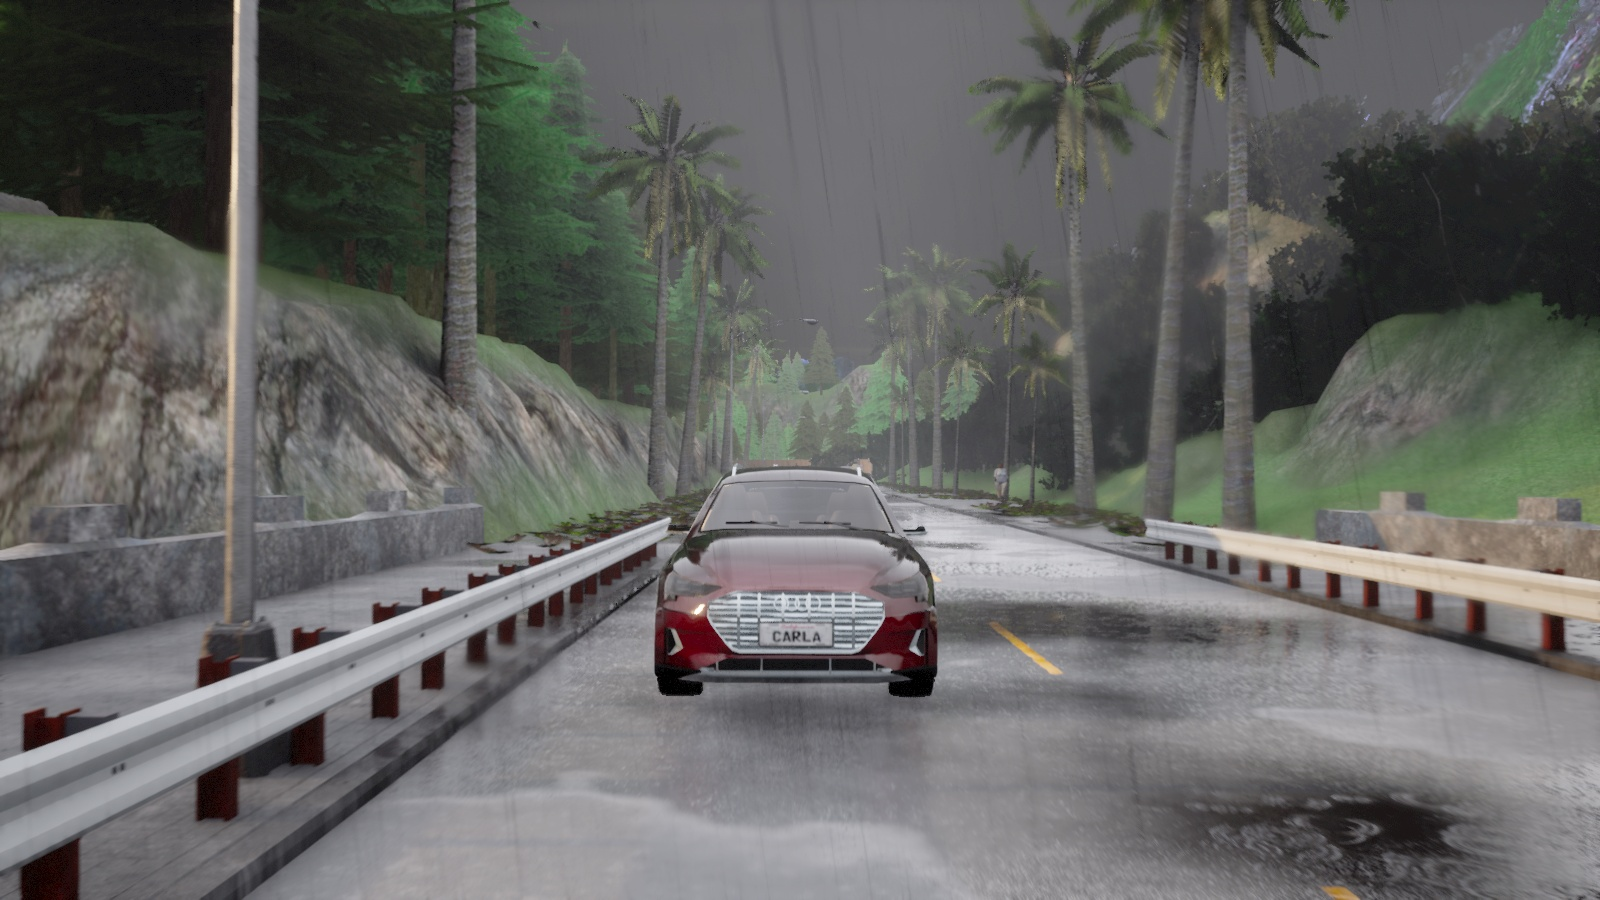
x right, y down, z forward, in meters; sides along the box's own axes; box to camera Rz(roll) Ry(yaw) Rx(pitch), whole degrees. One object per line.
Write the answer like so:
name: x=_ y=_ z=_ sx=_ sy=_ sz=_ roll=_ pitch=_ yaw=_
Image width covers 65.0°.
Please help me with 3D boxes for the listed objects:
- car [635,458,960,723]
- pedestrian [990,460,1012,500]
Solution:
car: x=-0.022 y=0.917 z=10.298 sx=2.033 sy=1.649 sz=4.856 roll=0 pitch=-1 yaw=0
pedestrian: x=9.321 y=1.386 z=58.157 sx=0.874 sy=1.855 sz=0.900 roll=0 pitch=-1 yaw=1
